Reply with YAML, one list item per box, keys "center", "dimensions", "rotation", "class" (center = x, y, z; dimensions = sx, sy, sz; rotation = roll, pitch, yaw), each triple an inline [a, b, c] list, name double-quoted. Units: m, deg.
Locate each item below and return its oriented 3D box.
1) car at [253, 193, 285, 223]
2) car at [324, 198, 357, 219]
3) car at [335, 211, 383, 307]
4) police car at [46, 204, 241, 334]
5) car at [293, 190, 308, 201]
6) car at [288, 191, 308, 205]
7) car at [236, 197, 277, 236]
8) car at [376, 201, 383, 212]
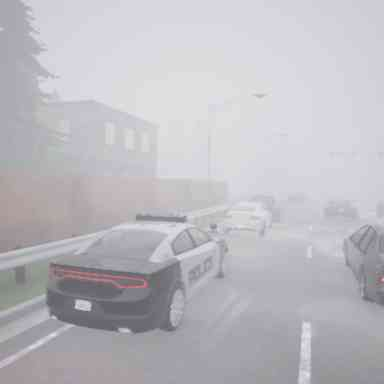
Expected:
- center: [4.858, 0.912, 21.752]
  dimensions: [2.097, 1.767, 4.553]
  rotation: [1, 1, 20]
  class: "car"
- center: [10.603, 1.141, 23.954]
  dimensions: [1.994, 1.385, 4.181]
  rotation: [1, 1, 20]
  class: "car"
- center: [4.617, 1.424, 7.486]
  dimensions: [2.033, 1.411, 5.357]
  rotation: [1, 1, 19]
  class: "car"
- center: [-0.563, 1.257, 6.850]
  dimensions: [1.930, 1.638, 5.238]
  rotation: [1, 1, 20]
  class: "police car"
- center: [17.002, 0.514, 52.072]
  dimensions: [2.128, 1.511, 4.902]
  rotation: [1, 1, 20]
  class: "car"
- center: [12.432, 0.758, 39.461]
  dimensions: [1.837, 1.490, 4.892]
  rotation: [1, 2, 21]
  class: "car"
- center: [2.816, 1.189, 16.146]
  dimensions: [1.812, 1.442, 4.674]
  rotation: [1, 1, 20]
  class: "car"
- center: [13.717, 1.142, 22.276]
  dimensions: [2.128, 1.511, 4.902]
  rotation: [1, 1, 20]
  class: "car"
